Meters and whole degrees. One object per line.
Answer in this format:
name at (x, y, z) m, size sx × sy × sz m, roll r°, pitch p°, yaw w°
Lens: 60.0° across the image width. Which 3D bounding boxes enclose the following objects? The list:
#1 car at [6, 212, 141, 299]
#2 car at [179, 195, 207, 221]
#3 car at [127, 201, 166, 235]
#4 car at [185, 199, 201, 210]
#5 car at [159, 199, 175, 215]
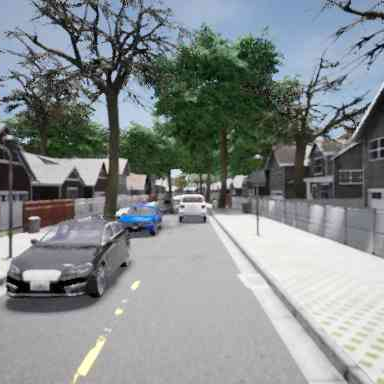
car at (-2.839, 1.496, 8.664) m, size 2.128 × 1.511 × 4.902 m, roll 0°, pitch 0°, yaw 0°
car at (0.071, 1.242, 27.317) m, size 2.150 × 2.045 × 5.566 m, roll 0°, pitch 0°, yaw 0°
car at (-2.798, 1.489, 18.954) m, size 1.882 × 1.535 × 5.008 m, roll 0°, pitch 0°, yaw 0°
car at (0.096, 1.603, 44.255) m, size 1.994 × 1.385 × 4.181 m, roll 0°, pitch 0°, yaw 0°
car at (-2.777, 1.534, 34.898) m, size 1.837 × 1.490 × 4.892 m, roll 0°, pitch -1°, yaw 1°
